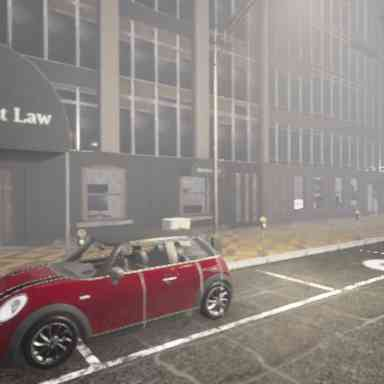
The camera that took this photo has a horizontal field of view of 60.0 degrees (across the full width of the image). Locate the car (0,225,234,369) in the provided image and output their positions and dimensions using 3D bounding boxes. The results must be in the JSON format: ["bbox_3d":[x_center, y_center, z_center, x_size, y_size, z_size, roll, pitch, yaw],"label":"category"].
[{"bbox_3d":[-1.288,1.433,5.647,4.097,1.590,1.967,0,0,-36],"label":"car"}]
